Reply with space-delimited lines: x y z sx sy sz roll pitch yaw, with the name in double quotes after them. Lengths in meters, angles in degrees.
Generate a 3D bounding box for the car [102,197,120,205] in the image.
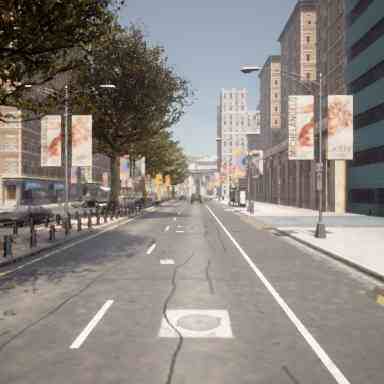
-14.374 1.600 59.411 1.895 1.301 4.718 0 0 1 "car"

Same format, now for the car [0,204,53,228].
-11.343 1.547 22.553 2.033 1.411 5.357 0 0 1 "car"

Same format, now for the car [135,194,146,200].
-13.942 1.281 89.989 2.128 1.511 4.902 0 0 1 "car"

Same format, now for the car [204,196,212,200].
4.309 1.594 89.992 1.895 1.301 4.718 0 0 1 "car"

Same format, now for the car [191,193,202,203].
0.905 1.222 70.154 2.150 2.045 5.566 0 0 1 "car"

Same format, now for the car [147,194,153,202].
-10.616 1.595 75.329 1.895 1.301 4.718 0 0 1 "car"

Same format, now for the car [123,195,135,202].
-14.125 1.500 74.557 1.837 1.490 4.892 0 0 1 "car"

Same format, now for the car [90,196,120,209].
-11.098 1.491 43.142 2.128 1.511 4.902 0 0 1 "car"

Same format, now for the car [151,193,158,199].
-10.434 1.057 90.626 2.097 1.767 4.553 0 0 1 "car"

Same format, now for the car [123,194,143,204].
-10.863 1.351 60.295 2.097 1.767 4.553 0 0 1 "car"

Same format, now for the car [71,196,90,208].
-15.211 1.351 47.288 2.097 1.767 4.553 0 0 11 "car"
